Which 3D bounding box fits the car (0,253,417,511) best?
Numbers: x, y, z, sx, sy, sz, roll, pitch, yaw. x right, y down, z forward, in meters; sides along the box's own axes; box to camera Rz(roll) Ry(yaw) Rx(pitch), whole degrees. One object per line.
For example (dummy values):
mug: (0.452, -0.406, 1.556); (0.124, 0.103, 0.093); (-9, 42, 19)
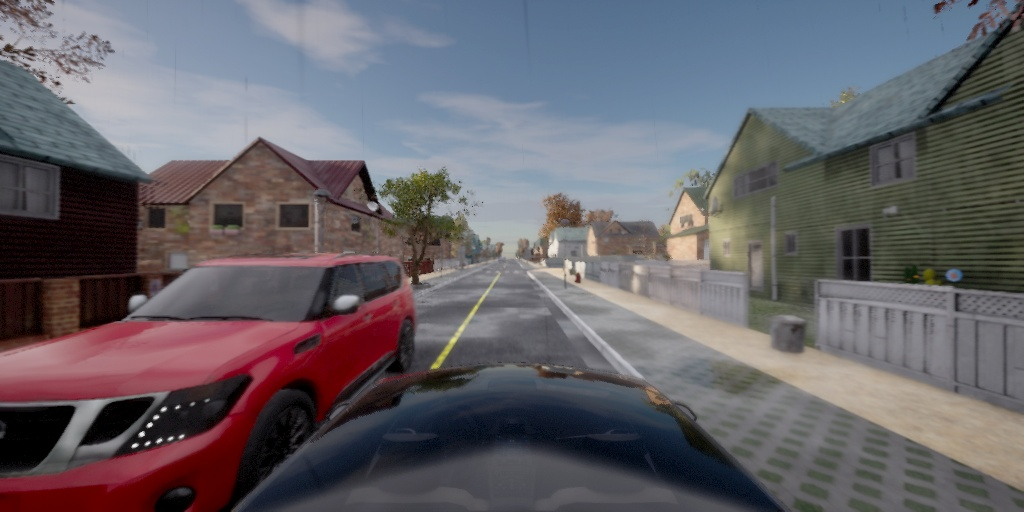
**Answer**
car: (-2.851, 0.973, 4.621); (2.150, 2.045, 5.566); (0, 0, 0)
